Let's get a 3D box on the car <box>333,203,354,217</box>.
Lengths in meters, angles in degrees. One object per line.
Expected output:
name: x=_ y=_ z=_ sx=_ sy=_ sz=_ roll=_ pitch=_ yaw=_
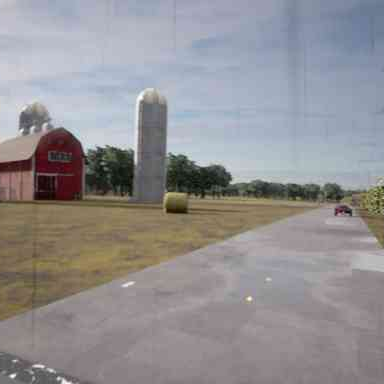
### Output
car: x=17.735 y=2.045 z=38.929 sx=1.837 sy=1.490 sz=4.892 roll=2 pitch=0 yaw=25

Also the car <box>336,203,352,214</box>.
car: x=22.113 y=2.360 z=48.370 sx=1.895 sy=1.301 sz=4.718 roll=2 pitch=0 yaw=26
